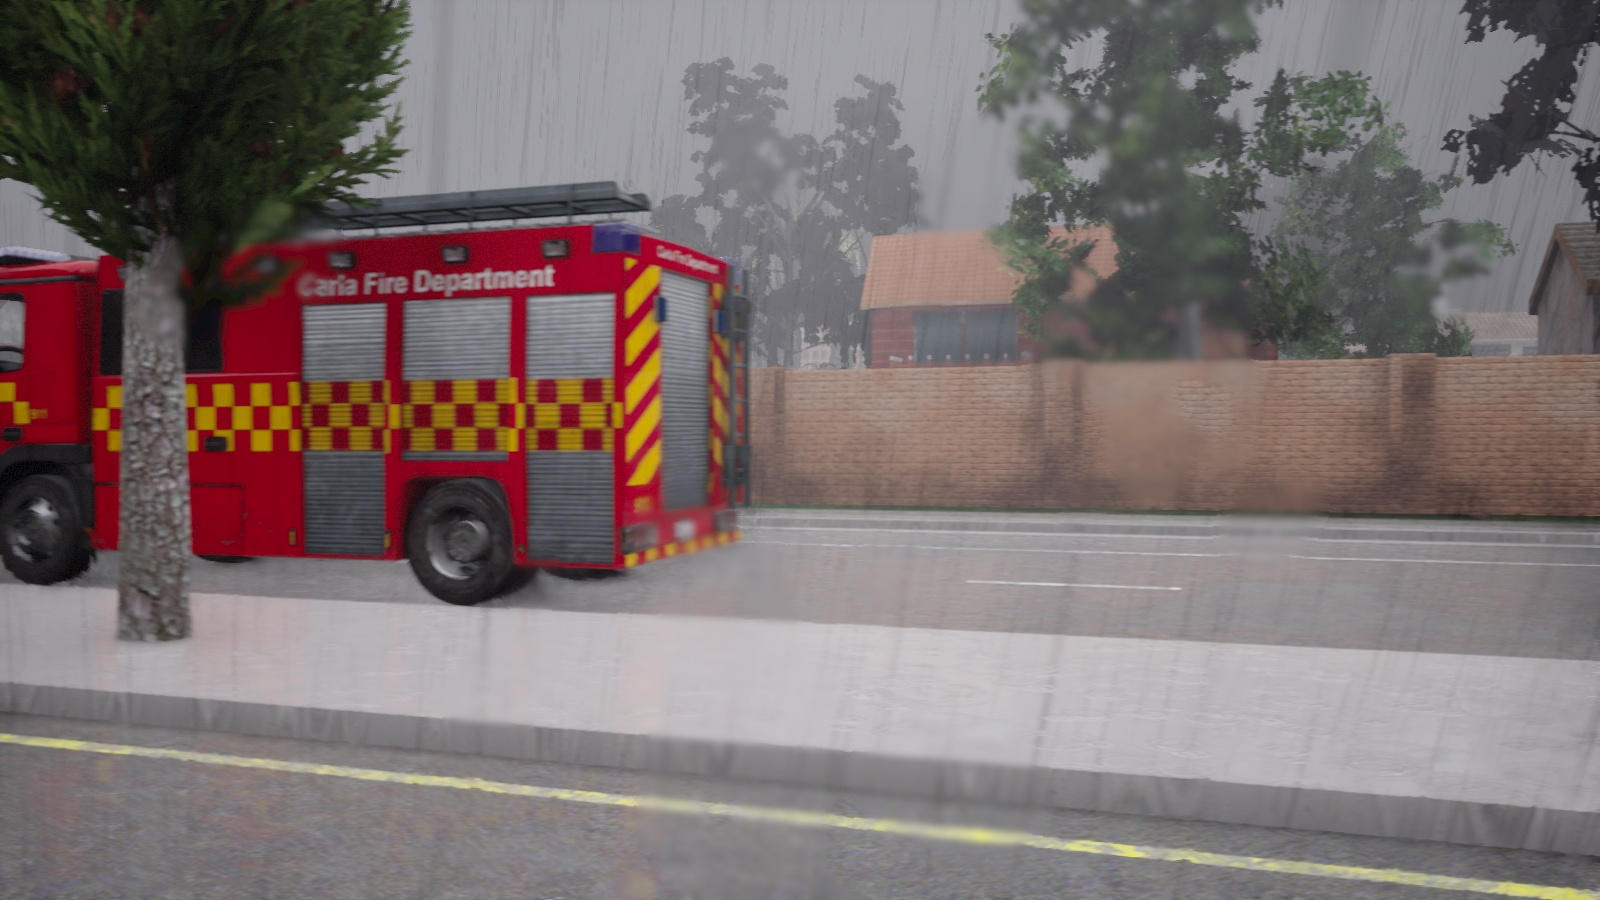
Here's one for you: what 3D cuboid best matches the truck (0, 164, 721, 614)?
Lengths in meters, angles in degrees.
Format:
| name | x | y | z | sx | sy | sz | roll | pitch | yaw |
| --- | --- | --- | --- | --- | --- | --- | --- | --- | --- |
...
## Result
| name | x | y | z | sx | sy | sz | roll | pitch | yaw |
| --- | --- | --- | --- | --- | --- | --- | --- | --- | --- |
| truck | -5.323 | -0.573 | 13.406 | 8.468 | 3.827 | 2.891 | 1 | 1 | 19 |
